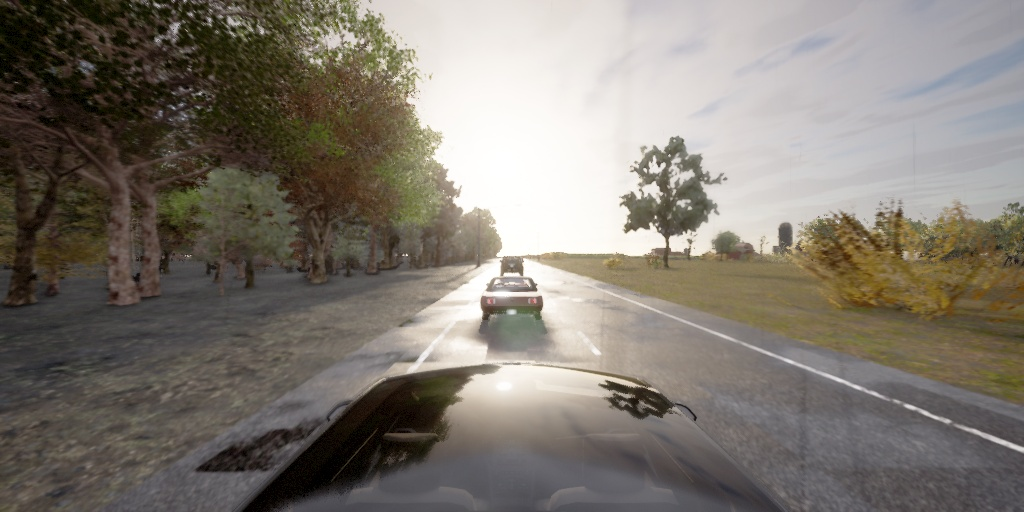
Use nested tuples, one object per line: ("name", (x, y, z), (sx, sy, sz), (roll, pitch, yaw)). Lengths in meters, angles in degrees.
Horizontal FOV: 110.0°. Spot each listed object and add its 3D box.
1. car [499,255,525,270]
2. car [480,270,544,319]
("car", (-0.002, 0.943, 33.706), (2.150, 2.045, 5.566), (0, 0, 0))
("car", (-0.002, 1.343, 12.670), (1.895, 1.301, 4.718), (0, 0, 0))
